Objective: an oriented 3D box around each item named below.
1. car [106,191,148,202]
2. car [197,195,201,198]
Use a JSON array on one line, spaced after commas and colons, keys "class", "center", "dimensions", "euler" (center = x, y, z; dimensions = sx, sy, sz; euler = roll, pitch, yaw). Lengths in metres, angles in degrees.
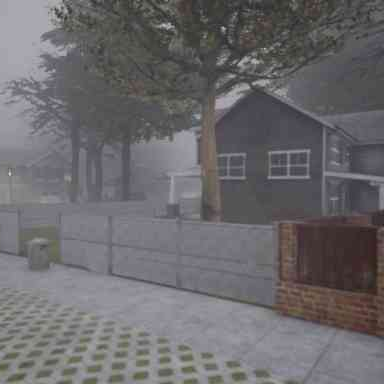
[{"class": "car", "center": [-7.664, 0.969, 39.550], "dimensions": [2.150, 2.045, 5.566], "euler": [1, 1, 35]}, {"class": "car", "center": [2.211, 1.133, 48.502], "dimensions": [1.837, 1.490, 4.892], "euler": [1, 2, 36]}]
